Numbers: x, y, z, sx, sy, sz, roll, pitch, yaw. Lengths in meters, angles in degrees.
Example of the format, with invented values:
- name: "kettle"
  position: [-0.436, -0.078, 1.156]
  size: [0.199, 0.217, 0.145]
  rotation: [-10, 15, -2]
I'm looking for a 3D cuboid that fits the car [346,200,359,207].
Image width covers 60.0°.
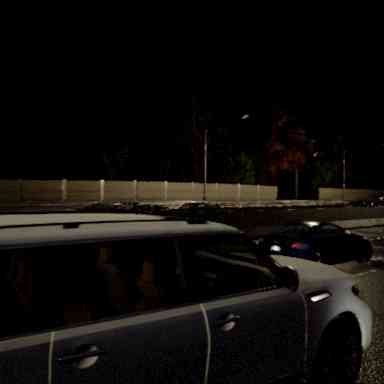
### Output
- name: "car"
  position: [26.391, 1.999, 52.818]
  size: [4.674, 1.442, 1.812]
  rotation: [1, 0, -35]

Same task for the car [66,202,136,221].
- name: "car"
  position: [-7.750, 1.637, 28.556]
  size: [5.357, 1.411, 2.033]
  rotation: [1, 0, -35]

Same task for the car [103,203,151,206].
- name: "car"
  position: [-3.285, 1.599, 23.140]
  size: [4.892, 1.490, 1.837]
  rotation: [1, 0, -35]

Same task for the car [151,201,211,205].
- name: "car"
  position: [0.065, 1.460, 21.230]
  size: [4.553, 1.767, 2.097]
  rotation: [1, 0, -35]

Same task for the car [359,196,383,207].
- name: "car"
  position: [27.721, 1.686, 49.490]
  size: [5.566, 2.045, 2.150]
  rotation: [1, 0, -35]

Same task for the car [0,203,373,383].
- name: "car"
  position: [-0.413, 1.235, 3.446]
  size: [5.566, 2.045, 2.150]
  rotation: [1, 0, -36]

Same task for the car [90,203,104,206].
- name: "car"
  position: [-5.204, 1.587, 26.070]
  size: [4.902, 1.511, 2.128]
  rotation: [1, 0, -35]
